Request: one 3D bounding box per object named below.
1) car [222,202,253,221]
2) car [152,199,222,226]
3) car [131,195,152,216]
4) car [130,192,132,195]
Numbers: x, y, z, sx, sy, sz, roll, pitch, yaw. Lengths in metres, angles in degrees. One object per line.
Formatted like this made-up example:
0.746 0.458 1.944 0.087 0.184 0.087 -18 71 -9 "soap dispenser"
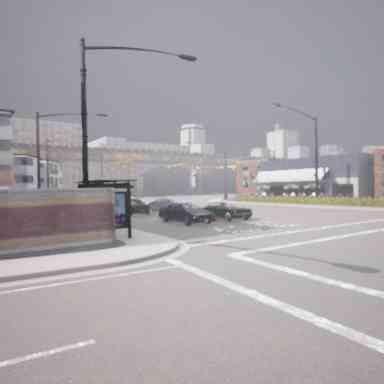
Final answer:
2.435 1.425 25.188 1.895 1.301 4.718 -2 1 -32 "car"
-0.510 1.456 23.290 2.033 1.411 5.357 -2 1 -32 "car"
-5.635 1.369 31.597 1.882 1.535 5.008 -2 1 -31 "car"
-8.998 0.991 44.375 2.150 2.045 5.566 -1 2 -24 "car"
